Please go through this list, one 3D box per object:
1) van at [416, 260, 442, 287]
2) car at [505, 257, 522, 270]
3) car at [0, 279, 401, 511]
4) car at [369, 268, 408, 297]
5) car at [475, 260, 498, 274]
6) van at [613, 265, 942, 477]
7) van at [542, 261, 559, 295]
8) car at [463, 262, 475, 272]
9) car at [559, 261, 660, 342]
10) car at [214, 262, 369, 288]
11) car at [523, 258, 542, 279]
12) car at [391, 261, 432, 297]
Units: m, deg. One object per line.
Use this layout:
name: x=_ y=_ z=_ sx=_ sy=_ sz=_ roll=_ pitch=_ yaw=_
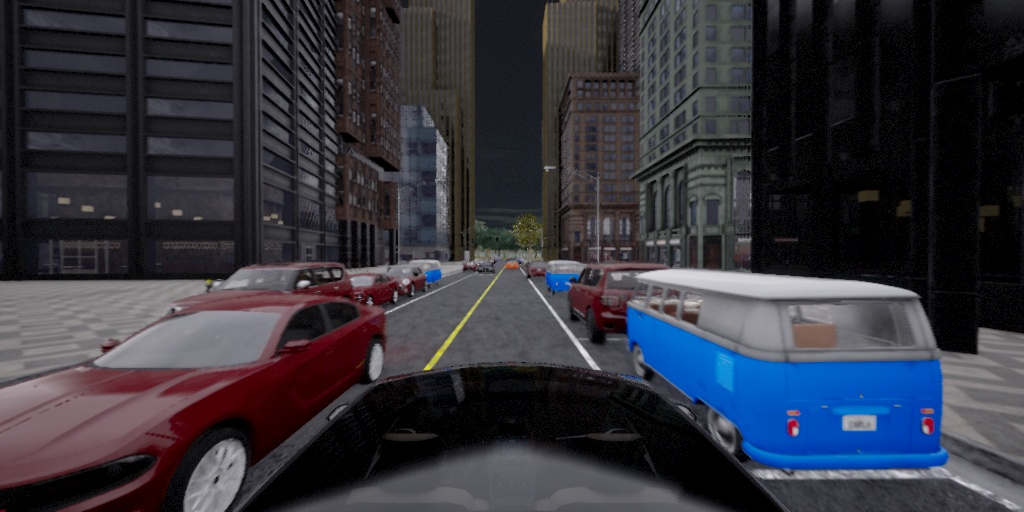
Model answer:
van: x=-5.756 y=1.167 z=23.665 sx=1.690 sy=1.789 sz=3.998 roll=0 pitch=0 yaw=0
car: x=0.038 y=1.298 z=56.395 sx=2.097 sy=1.767 sz=4.553 roll=0 pitch=0 yaw=0
car: x=-3.090 y=1.237 z=4.264 sx=1.882 sy=1.535 sz=5.008 roll=0 pitch=0 yaw=0
car: x=-5.759 y=1.338 z=13.892 sx=1.888 sy=1.381 sz=4.507 roll=0 pitch=0 yaw=0
car: x=-3.068 y=1.454 z=43.828 sx=1.994 sy=1.385 sz=4.181 roll=0 pitch=0 yaw=0
van: x=2.783 y=1.101 z=4.710 sx=1.690 sy=1.789 sz=3.998 roll=0 pitch=0 yaw=0
van: x=2.806 y=1.154 z=19.972 sx=1.690 sy=1.789 sz=3.998 roll=0 pitch=0 yaw=0
car: x=-5.748 y=1.451 z=49.750 sx=1.888 sy=1.381 sz=4.507 roll=0 pitch=0 yaw=0
car: x=2.791 y=1.093 z=9.797 sx=2.192 sy=1.841 sz=5.009 roll=0 pitch=0 yaw=0
car: x=-5.761 y=1.091 z=9.006 sx=2.192 sy=1.841 sz=5.009 roll=0 pitch=0 yaw=0
car: x=2.398 y=1.211 z=33.724 sx=2.097 sy=1.767 sz=4.553 roll=0 pitch=0 yaw=0
car: x=-5.758 y=1.249 z=18.778 sx=1.967 sy=1.591 sz=4.097 roll=0 pitch=0 yaw=0
